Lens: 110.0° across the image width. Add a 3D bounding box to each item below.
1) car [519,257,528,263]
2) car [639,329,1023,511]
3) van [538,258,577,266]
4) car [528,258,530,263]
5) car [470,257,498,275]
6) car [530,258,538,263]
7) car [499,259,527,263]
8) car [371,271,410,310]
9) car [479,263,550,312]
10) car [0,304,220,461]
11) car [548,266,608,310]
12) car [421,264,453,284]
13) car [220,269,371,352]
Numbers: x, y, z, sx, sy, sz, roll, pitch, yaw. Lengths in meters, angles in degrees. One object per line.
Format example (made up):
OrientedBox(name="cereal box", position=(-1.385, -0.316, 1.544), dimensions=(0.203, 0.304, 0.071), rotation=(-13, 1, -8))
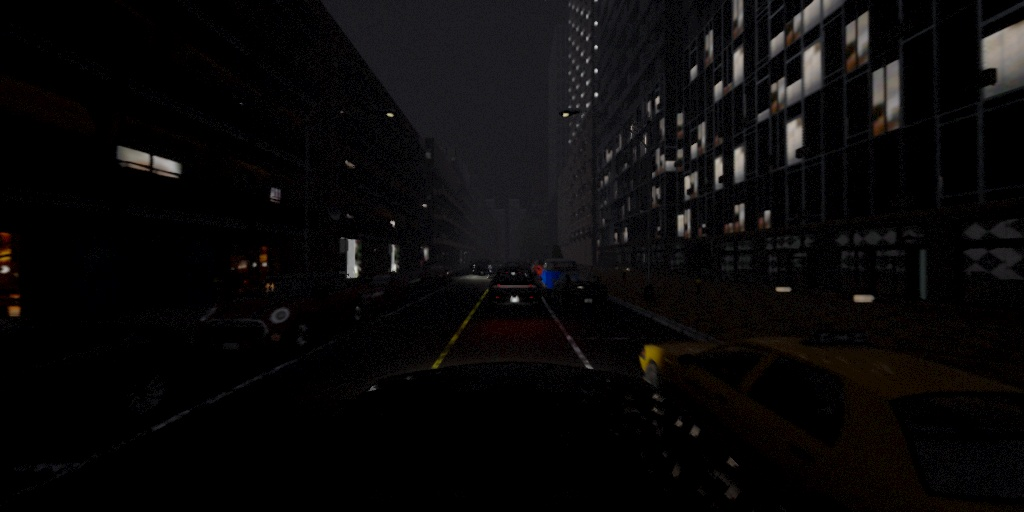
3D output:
OrientedBox(name="car", position=(2.565, 1.014, 59.467), dimensions=(1.967, 1.591, 4.097), rotation=(0, 0, 0))
OrientedBox(name="car", position=(2.566, 1.272, 3.114), dimensions=(1.751, 1.417, 4.829), rotation=(0, 0, 0))
OrientedBox(name="van", position=(2.566, 1.033, 19.901), dimensions=(1.690, 1.789, 3.998), rotation=(0, 0, 0))
OrientedBox(name="car", position=(3.022, 1.161, 38.830), dimensions=(1.812, 1.442, 4.674), rotation=(0, 0, 0))
OrientedBox(name="car", position=(-2.846, 0.995, 36.132), dimensions=(2.097, 1.767, 4.553), rotation=(0, 0, 0))
OrientedBox(name="car", position=(2.987, 1.009, 31.799), dimensions=(2.097, 1.767, 4.553), rotation=(0, 0, 0))
OrientedBox(name="car", position=(0.094, 1.186, 30.430), dimensions=(1.812, 1.442, 4.674), rotation=(0, 0, 0))
OrientedBox(name="car", position=(-5.315, 1.291, 14.417), dimensions=(1.802, 1.307, 4.207), rotation=(0, 0, 0))
OrientedBox(name="car", position=(0.093, 1.202, 14.028), dimensions=(2.128, 1.511, 4.902), rotation=(0, 0, 0))
OrientedBox(name="car", position=(-5.315, 1.311, 3.125), dimensions=(1.948, 1.339, 4.313), rotation=(0, 0, 0))
OrientedBox(name="car", position=(2.566, 1.261, 14.248), dimensions=(2.007, 1.370, 4.403), rotation=(0, 0, 0))
OrientedBox(name="car", position=(-5.315, 1.256, 25.710), dimensions=(1.802, 1.307, 4.207), rotation=(0, 0, 0))
OrientedBox(name="car", position=(-5.315, 1.167, 8.771), dimensions=(1.967, 1.591, 4.097), rotation=(0, 0, 0))
